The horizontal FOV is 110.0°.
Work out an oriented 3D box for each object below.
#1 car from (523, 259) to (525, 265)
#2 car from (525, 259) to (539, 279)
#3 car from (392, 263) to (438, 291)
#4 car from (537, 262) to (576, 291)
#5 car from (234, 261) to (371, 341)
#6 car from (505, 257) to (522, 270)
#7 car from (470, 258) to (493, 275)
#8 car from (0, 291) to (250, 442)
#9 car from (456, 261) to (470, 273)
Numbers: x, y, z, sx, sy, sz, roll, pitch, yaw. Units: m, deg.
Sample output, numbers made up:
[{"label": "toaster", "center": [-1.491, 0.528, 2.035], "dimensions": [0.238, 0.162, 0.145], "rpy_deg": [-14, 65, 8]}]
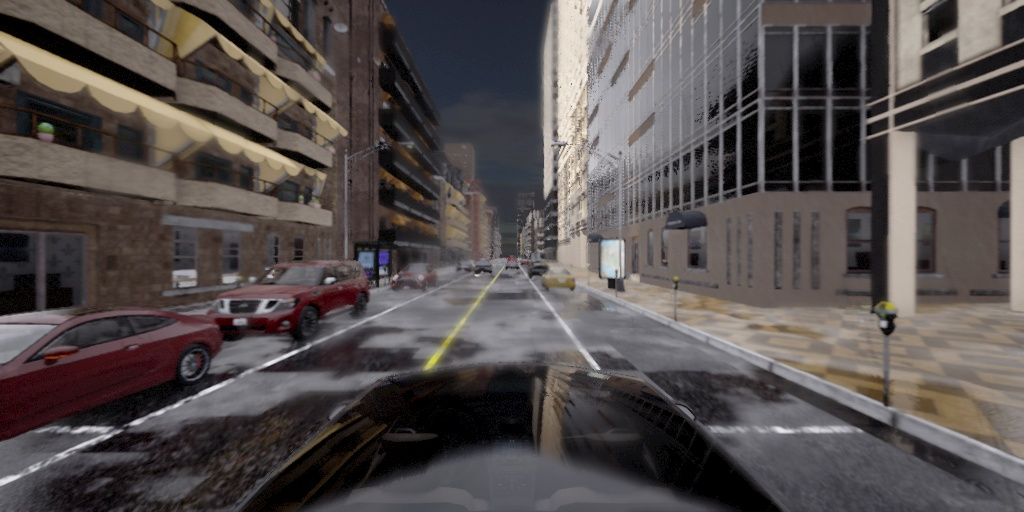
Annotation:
[{"label": "car", "center": [2.705, 1.296, 43.915], "dimensions": [1.948, 1.339, 4.313], "rpy_deg": [0, 0, 0]}, {"label": "car", "center": [2.365, 1.238, 32.128], "dimensions": [1.837, 1.490, 4.892], "rpy_deg": [0, 0, 0]}, {"label": "car", "center": [-5.683, 1.179, 21.324], "dimensions": [1.967, 1.591, 4.097], "rpy_deg": [0, 0, 0]}, {"label": "car", "center": [2.697, 1.264, 21.491], "dimensions": [1.751, 1.417, 4.829], "rpy_deg": [0, 0, 0]}, {"label": "car", "center": [-5.688, 1.061, 10.026], "dimensions": [2.192, 1.841, 5.009], "rpy_deg": [0, 0, 0]}, {"label": "car", "center": [0.029, 1.294, 52.448], "dimensions": [1.994, 1.385, 4.181], "rpy_deg": [0, 0, 0]}, {"label": "car", "center": [-3.080, 1.279, 39.902], "dimensions": [2.033, 1.411, 5.357], "rpy_deg": [0, 0, 0]}, {"label": "car", "center": [-5.689, 1.331, 4.378], "dimensions": [1.802, 1.307, 4.207], "rpy_deg": [0, 0, 0]}, {"label": "car", "center": [-5.677, 1.297, 43.917], "dimensions": [1.948, 1.339, 4.313], "rpy_deg": [0, 0, 0]}]
